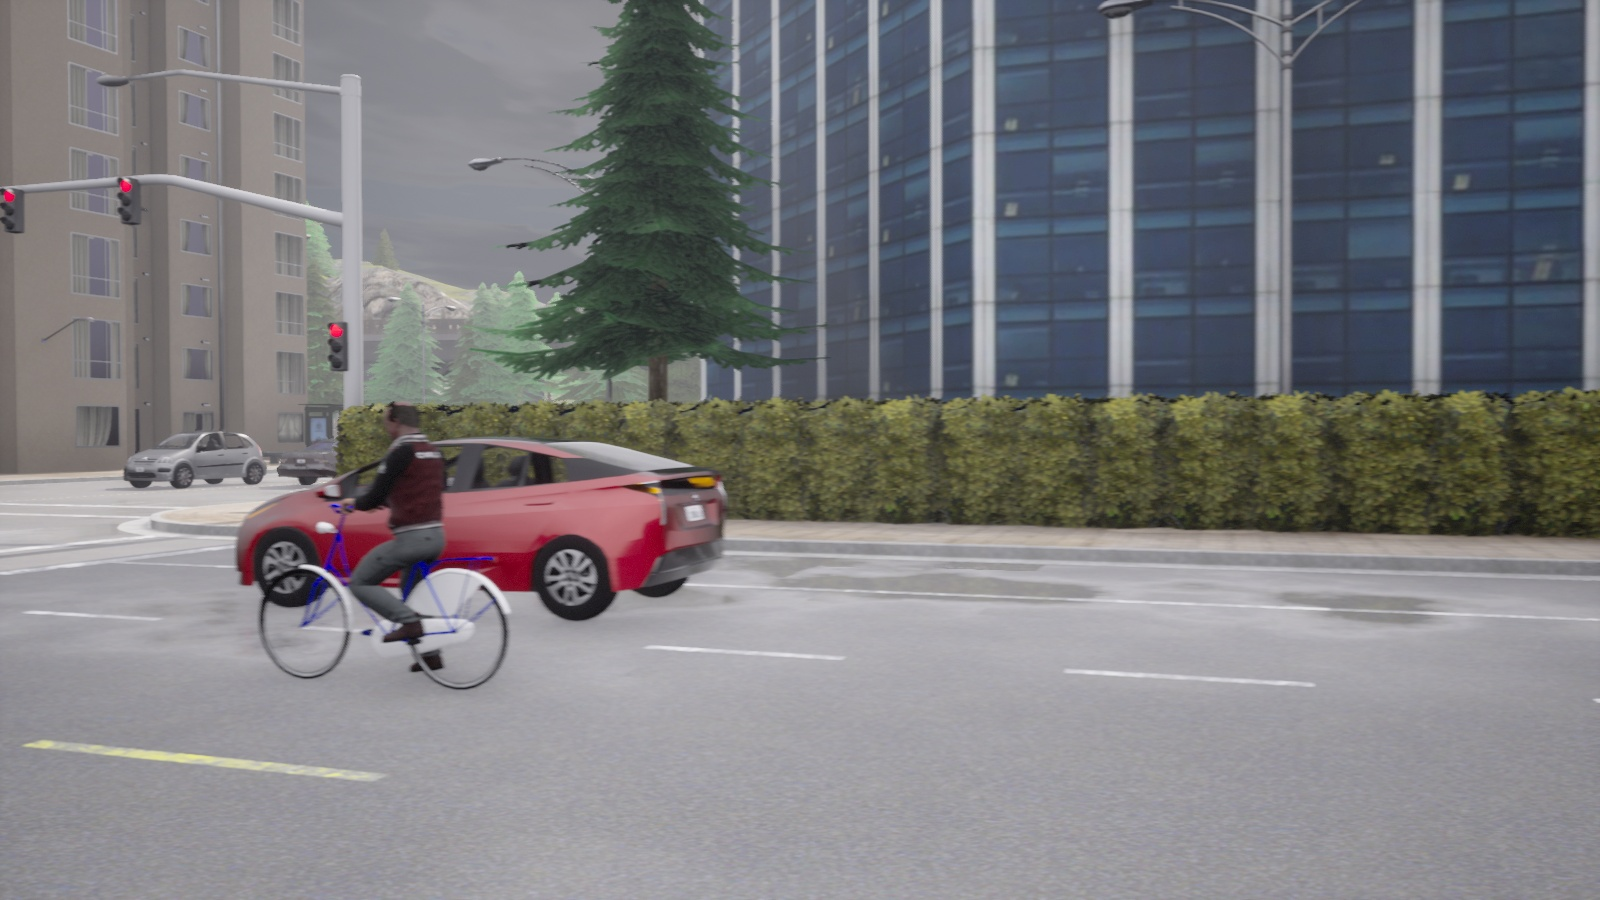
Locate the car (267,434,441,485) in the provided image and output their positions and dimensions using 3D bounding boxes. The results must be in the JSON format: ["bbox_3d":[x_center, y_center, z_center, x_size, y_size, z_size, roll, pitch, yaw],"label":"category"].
[{"bbox_3d":[-13.319,0.217,37.931,2.033,1.411,5.357,1,1,19],"label":"car"}]

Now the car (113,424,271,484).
[{"bbox_3d":[-17.547,0.075,36.432,1.851,1.617,3.988,1,1,19],"label":"car"}]

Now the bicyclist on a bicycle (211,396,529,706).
[{"bbox_3d":[-2.663,0.562,7.781,1.843,1.776,0.659,1,1,19],"label":"bicyclist on a bicycle"}]

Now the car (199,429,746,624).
[{"bbox_3d":[-2.972,0.577,11.578,4.514,1.525,2.007,1,1,19],"label":"car"}]
